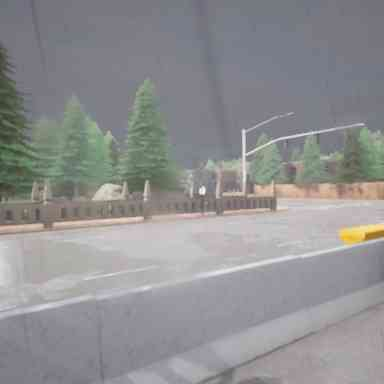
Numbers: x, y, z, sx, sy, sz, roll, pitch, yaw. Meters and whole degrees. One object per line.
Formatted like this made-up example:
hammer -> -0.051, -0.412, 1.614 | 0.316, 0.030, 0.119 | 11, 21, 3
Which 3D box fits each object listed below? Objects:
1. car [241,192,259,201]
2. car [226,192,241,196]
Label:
car -> 7.471, 0.734, 48.418 | 1.882, 1.535, 5.008 | -2, 1, -35
car -> 4.067, 0.825, 47.174 | 2.128, 1.511, 4.902 | -2, 1, -35
